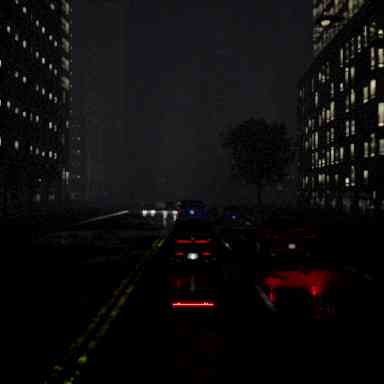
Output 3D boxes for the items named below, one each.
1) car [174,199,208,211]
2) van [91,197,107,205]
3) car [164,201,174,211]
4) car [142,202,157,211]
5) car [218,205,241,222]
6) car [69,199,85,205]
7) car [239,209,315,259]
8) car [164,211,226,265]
[{"bbox_3d":[0.035,1.553,26.142,2.150,2.045,5.566,0,0,1],"label":"car"},{"bbox_3d":[-22.644,2.145,80.458,3.998,1.788,1.690,0,0,1],"label":"van"},{"bbox_3d":[-3.325,2.132,51.657,1.837,1.490,4.892,0,-1,0],"label":"car"},{"bbox_3d":[-6.571,2.192,51.787,1.994,1.385,4.181,0,-1,0],"label":"car"},{"bbox_3d":[3.308,1.835,28.477,1.882,1.535,5.008,0,0,0],"label":"car"},{"bbox_3d":[-28.184,2.323,80.504,4.507,1.381,1.887,0,0,1],"label":"car"},{"bbox_3d":[3.307,1.650,13.413,1.882,1.535,5.008,0,0,0],"label":"car"},{"bbox_3d":[0.047,1.664,12.263,1.837,1.490,4.892,0,0,1],"label":"car"}]
